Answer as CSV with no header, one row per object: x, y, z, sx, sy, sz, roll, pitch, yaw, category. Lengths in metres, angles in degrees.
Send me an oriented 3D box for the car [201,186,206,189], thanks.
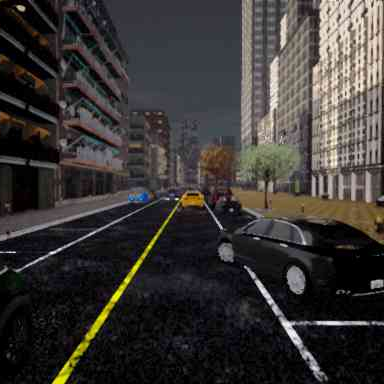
2.668,0.004,63.402,1.947,1.339,4.313,0,1,0,car

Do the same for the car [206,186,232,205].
2.682,0.556,30.269,2.192,1.841,5.009,0,1,0,car

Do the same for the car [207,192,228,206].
2.679,0.671,35.795,1.947,1.339,4.313,0,1,0,car

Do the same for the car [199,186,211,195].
2.666,-0.379,68.917,2.192,1.841,5.009,0,1,0,car

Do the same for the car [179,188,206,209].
0.079,0.703,30.889,1.882,1.535,5.008,0,2,0,car

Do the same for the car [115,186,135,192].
-16.457,-0.661,81.889,4.403,1.369,2.008,1,0,-1,car

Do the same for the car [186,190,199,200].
0.070,0.397,48.480,1.895,1.301,4.718,0,1,0,car

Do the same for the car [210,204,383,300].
2.323,1.300,8.080,1.837,1.490,4.892,0,2,-23,car

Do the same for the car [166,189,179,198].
-3.047,0.223,52.566,1.812,1.442,4.674,0,1,0,car

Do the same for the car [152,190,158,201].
-5.704,0.499,41.143,1.752,1.417,4.829,0,1,0,car

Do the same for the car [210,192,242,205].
2.684,0.928,24.752,2.008,1.369,4.403,0,1,0,car

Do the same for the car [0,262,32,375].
-3.102,1.289,2.344,2.097,1.767,4.553,0,1,0,car

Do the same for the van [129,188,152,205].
-5.701,0.446,35.787,1.690,1.788,3.998,0,1,0,van
